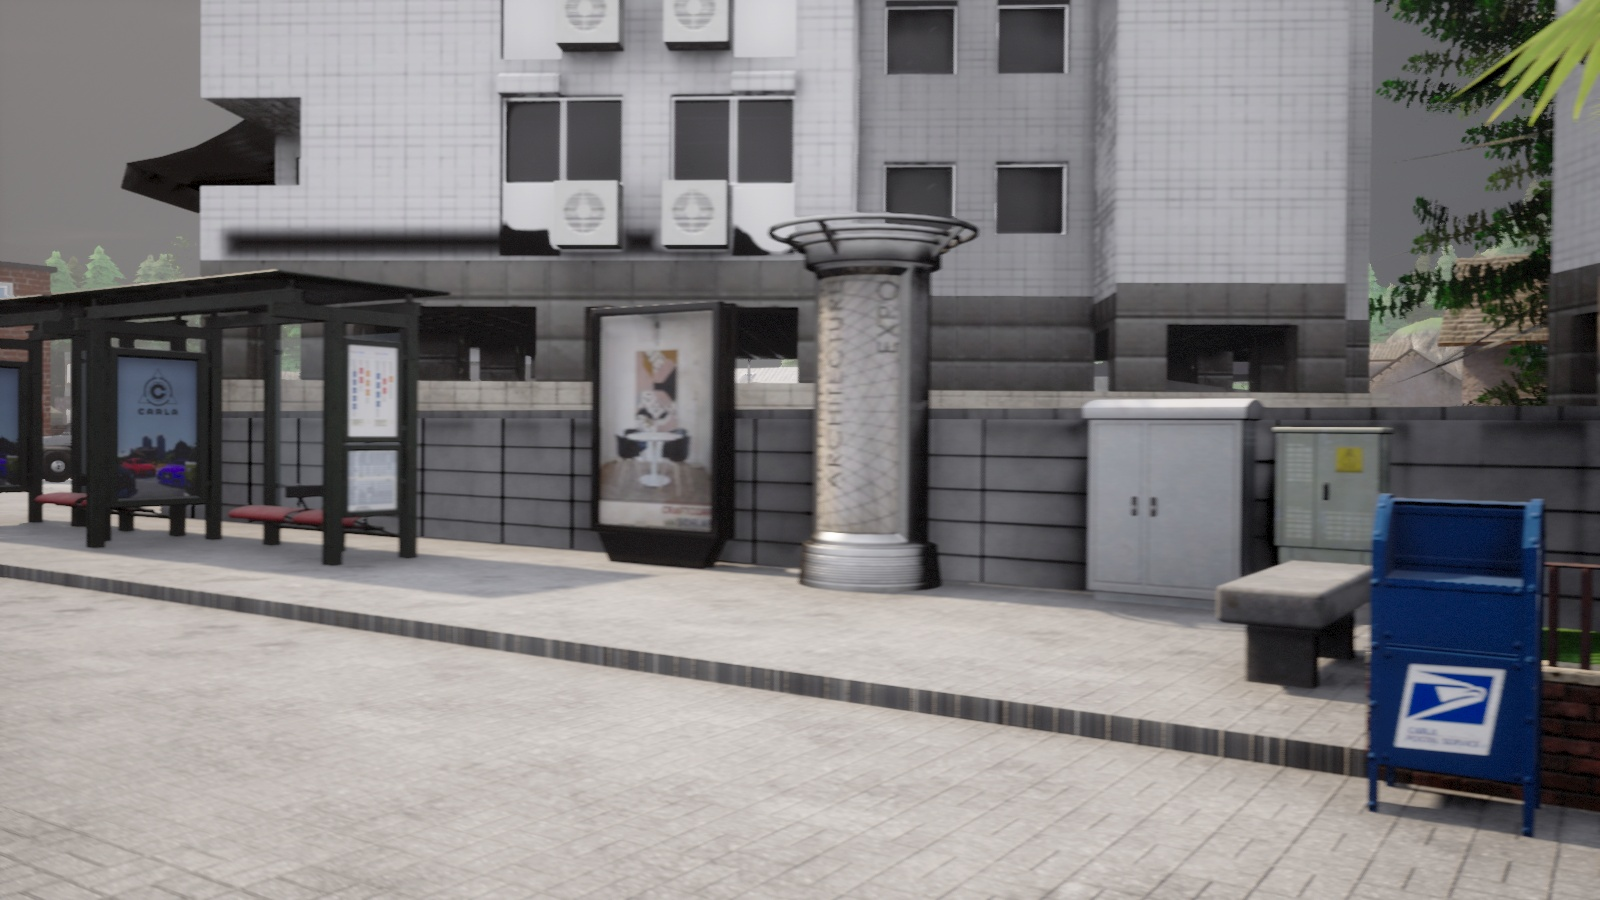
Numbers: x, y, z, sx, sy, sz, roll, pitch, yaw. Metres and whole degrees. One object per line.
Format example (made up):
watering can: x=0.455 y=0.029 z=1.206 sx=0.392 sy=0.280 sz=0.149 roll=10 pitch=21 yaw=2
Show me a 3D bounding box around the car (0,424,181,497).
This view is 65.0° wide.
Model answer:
car: x=-19.272 y=0.235 z=34.202 sx=1.905 sy=1.878 sz=3.866 roll=0 pitch=1 yaw=34
